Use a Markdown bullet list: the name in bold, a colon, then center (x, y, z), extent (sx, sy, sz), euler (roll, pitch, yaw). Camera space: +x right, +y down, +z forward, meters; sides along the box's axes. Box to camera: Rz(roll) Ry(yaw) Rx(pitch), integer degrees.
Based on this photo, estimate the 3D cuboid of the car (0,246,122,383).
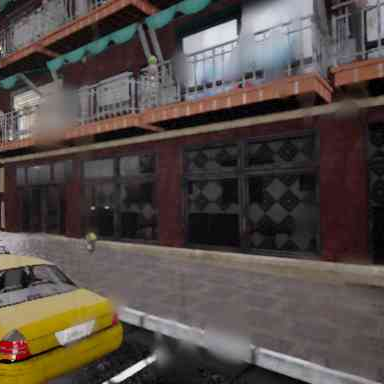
- **car**: center (-3.152, 1.492, 4.995), extent (4.829, 1.417, 1.752), euler (0, -1, 36)
